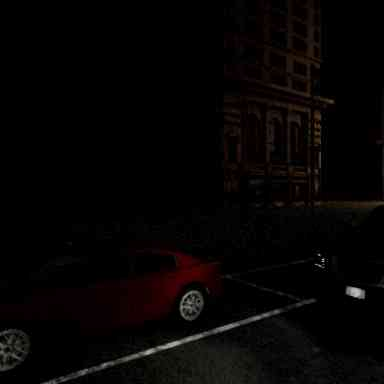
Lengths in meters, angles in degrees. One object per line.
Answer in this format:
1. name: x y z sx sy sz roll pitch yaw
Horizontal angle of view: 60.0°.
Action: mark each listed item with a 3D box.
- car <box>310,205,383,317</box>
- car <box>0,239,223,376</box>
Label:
1. car: 4.801 1.213 6.801 5.566 2.045 2.150 0 0 -35
2. car: -1.534 1.543 5.557 4.507 1.381 1.887 0 0 -35
